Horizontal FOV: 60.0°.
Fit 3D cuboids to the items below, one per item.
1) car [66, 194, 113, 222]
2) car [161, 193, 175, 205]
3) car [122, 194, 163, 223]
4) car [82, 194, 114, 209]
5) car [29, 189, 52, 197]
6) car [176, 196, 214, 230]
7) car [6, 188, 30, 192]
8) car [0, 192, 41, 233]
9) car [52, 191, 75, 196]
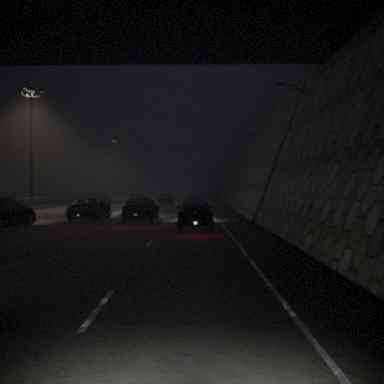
[{"bbox_3d":[-6.801,1.142,22.348,2.128,1.511,4.902,0,1,0],"label":"car"},{"bbox_3d":[-3.213,0.843,41.509,2.128,1.511,4.902,0,1,0],"label":"car"},{"bbox_3d":[-3.303,1.133,22.002,1.882,1.535,5.008,0,1,0],"label":"car"},{"bbox_3d":[-10.236,0.974,36.703,2.033,1.411,5.357,0,1,0],"label":"car"},{"bbox_3d":[-24.252,0.689,55.042,2.033,1.411,5.357,0,1,0],"label":"car"},{"bbox_3d":[0.182,1.212,18.660,1.837,1.490,4.892,0,1,0],"label":"car"},{"bbox_3d":[-27.752,0.442,55.052,2.150,2.045,5.566,0,1,0],"label":"car"},{"bbox_3d":[-10.322,1.073,17.778,2.097,1.767,4.553,0,1,0],"label":"car"},{"bbox_3d":[-20.753,0.667,54.931,1.837,1.490,4.892,0,1,0],"label":"car"}]
